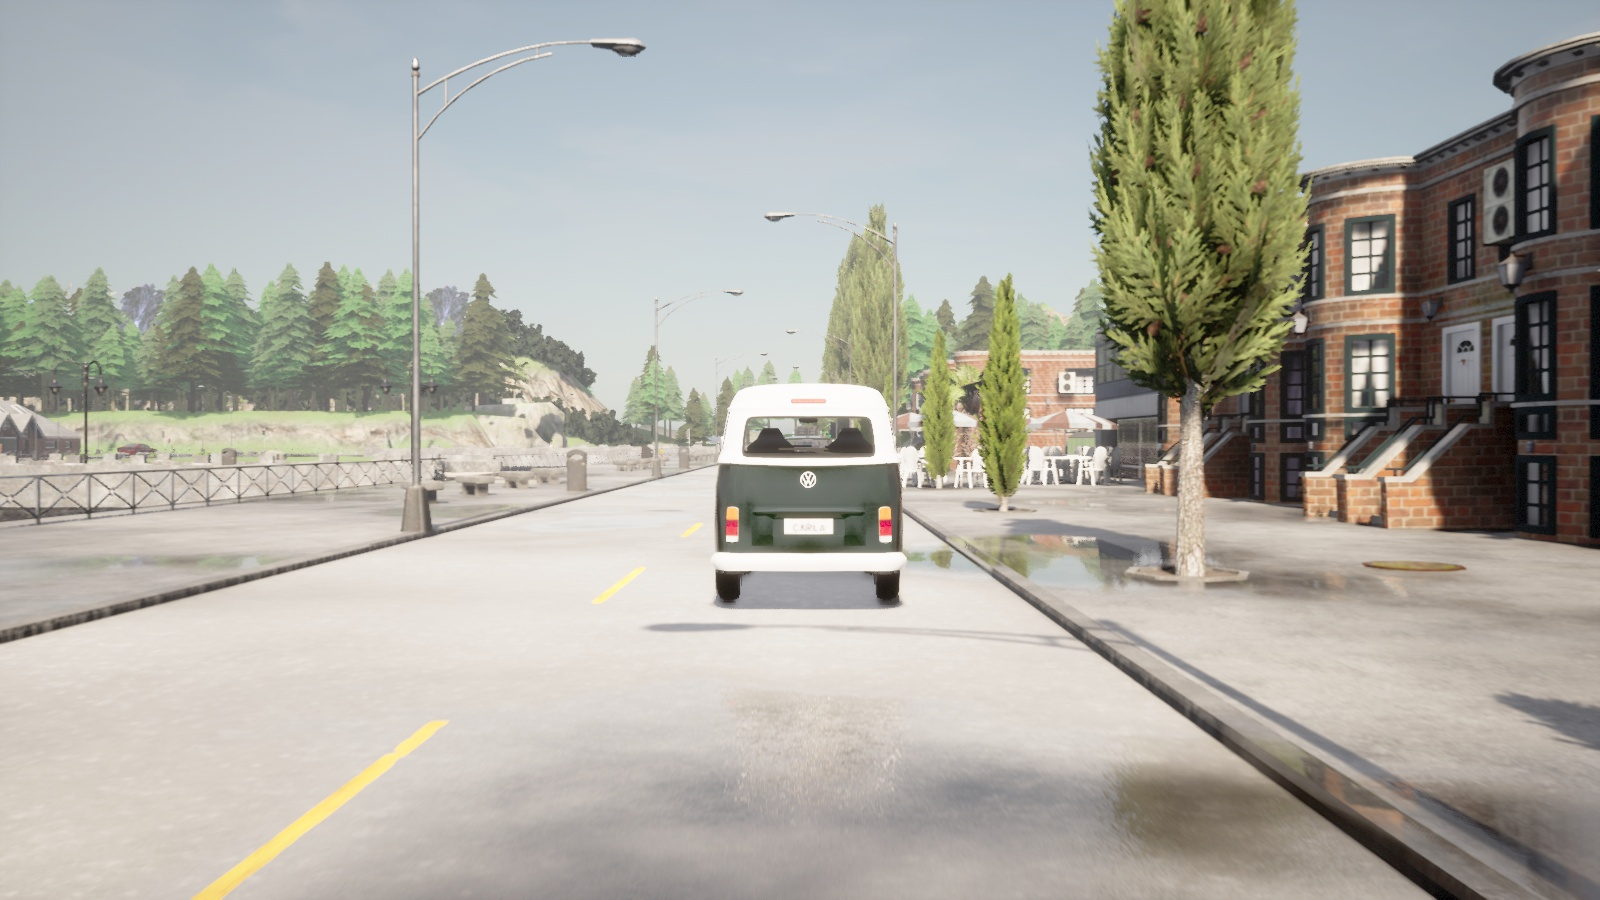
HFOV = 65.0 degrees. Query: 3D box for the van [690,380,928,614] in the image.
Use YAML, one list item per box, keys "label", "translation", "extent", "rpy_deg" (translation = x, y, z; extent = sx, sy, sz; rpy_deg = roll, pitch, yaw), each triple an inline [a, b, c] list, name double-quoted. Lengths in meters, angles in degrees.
- label: "van"
  translation: [0.088, 0.396, 13.150]
  extent: [2.069, 2.038, 4.480]
  rpy_deg: [0, 0, 0]
